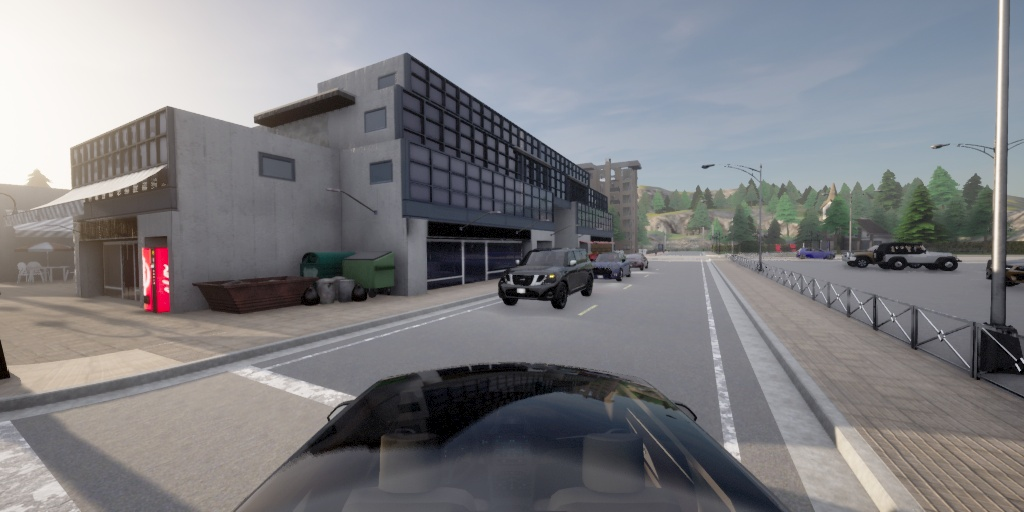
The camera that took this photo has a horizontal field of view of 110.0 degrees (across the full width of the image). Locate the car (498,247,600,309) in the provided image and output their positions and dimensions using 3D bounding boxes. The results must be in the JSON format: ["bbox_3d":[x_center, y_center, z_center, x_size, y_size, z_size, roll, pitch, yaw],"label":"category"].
[{"bbox_3d":[1.568,0.693,13.935,2.150,2.045,5.566,0,1,28],"label":"car"}]

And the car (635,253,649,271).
[{"bbox_3d":[10.873,0.462,31.715,1.812,1.442,4.674,0,2,28],"label":"car"}]

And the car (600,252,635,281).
[{"bbox_3d":[6.126,0.561,22.651,2.097,1.767,4.553,0,2,28],"label":"car"}]
